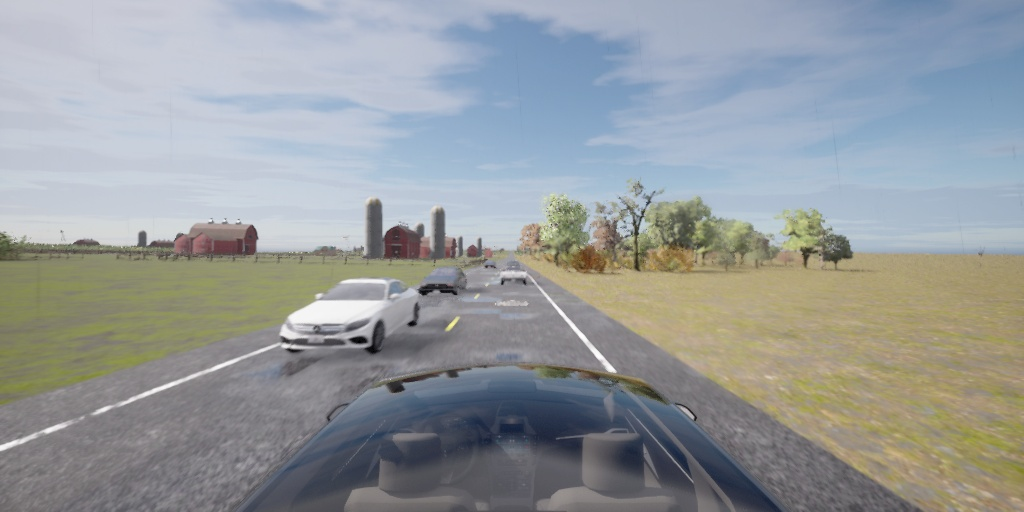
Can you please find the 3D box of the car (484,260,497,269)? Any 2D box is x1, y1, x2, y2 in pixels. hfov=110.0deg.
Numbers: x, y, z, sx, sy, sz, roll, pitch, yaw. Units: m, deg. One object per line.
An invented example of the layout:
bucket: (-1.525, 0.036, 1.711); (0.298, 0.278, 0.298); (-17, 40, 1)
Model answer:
car: (-3.502, 1.361, 58.623); (2.033, 1.411, 5.357); (0, 0, 1)

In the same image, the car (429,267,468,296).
car: (-3.544, 1.306, 19.603); (2.033, 1.411, 5.357); (0, 0, 1)

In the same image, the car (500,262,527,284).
car: (0.110, 1.384, 26.942); (1.895, 1.301, 4.718); (0, 0, 0)

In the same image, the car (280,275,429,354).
car: (-3.593, 1.271, 8.913); (1.812, 1.442, 4.674); (0, 0, 0)
